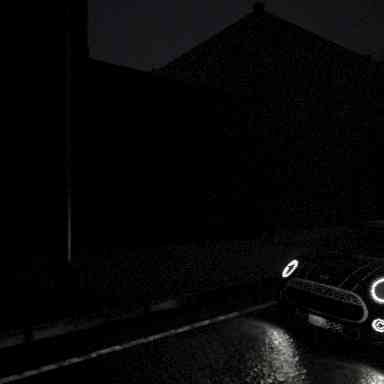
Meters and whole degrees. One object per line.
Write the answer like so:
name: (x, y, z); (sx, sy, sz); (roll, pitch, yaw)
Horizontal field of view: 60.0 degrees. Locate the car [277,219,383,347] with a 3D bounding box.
car: (3.723, 1.350, 6.314); (4.553, 1.767, 2.097); (0, 0, -35)
